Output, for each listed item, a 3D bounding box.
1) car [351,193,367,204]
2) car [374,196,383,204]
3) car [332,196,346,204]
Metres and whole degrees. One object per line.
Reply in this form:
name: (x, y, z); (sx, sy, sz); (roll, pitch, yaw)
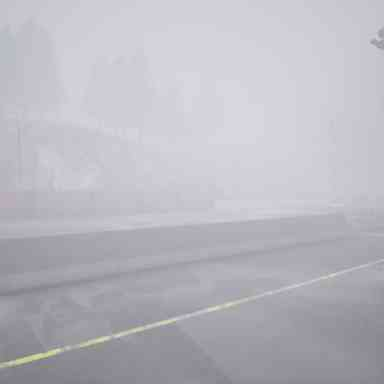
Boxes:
car: (31.393, 1.192, 62.314); (2.150, 2.045, 5.566); (0, 0, 34)
car: (34.392, 1.462, 60.506); (1.837, 1.490, 4.892); (0, 0, 34)
car: (28.427, 1.497, 64.171); (2.128, 1.511, 4.902); (0, 0, 34)
